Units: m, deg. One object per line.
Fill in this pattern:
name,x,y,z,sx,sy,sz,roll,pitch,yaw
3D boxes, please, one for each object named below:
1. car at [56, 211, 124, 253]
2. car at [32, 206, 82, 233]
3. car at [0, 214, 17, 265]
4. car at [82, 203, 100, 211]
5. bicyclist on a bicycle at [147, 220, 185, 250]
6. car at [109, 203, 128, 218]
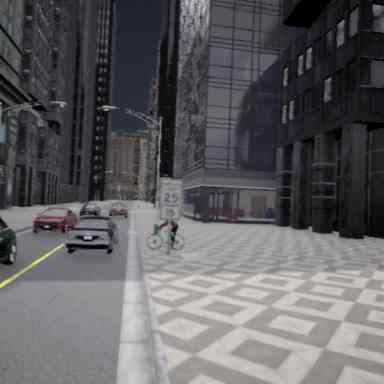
car,-4.358,1.829,15.050,2.033,1.411,5.357,3,-2,-10
car,-8.700,1.749,21.419,1.882,1.535,5.008,3,-1,-10
car,-6.440,1.370,8.934,2.097,1.767,4.553,3,-2,-10
car,-11.690,2.071,38.316,1.882,1.535,5.008,3,-2,-10
bicyclist on a bicycle,-1.107,1.707,14.448,1.656,1.620,0.582,2,-2,-10
car,-8.843,2.120,40.212,2.097,1.767,4.553,3,-1,-10
